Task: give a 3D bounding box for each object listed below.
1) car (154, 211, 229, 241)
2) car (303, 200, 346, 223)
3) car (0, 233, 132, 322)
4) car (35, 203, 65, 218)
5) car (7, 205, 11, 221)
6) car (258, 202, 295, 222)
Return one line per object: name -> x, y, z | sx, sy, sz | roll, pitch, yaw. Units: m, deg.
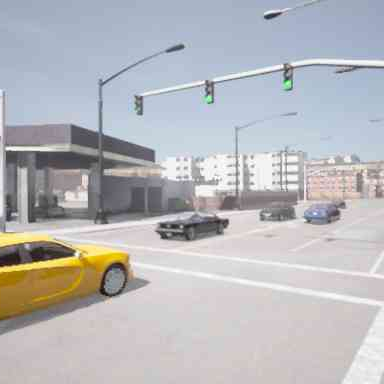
car -> 0.106, 1.719, 17.726 | 1.895, 1.301, 4.718 | -1, 0, 34
car -> 10.402, 1.628, 26.365 | 2.033, 1.411, 5.357 | -1, 0, 35
car -> -3.385, 1.554, 6.539 | 1.882, 1.535, 5.008 | -1, 0, 36
car -> -14.539, 1.815, 33.257 | 3.806, 1.475, 1.970 | -1, 0, 36
car -> -17.261, 1.644, 28.141 | 4.611, 1.667, 2.242 | -1, 0, 36
car -> 7.236, 1.627, 28.115 | 1.837, 1.490, 4.892 | -1, -1, 35
